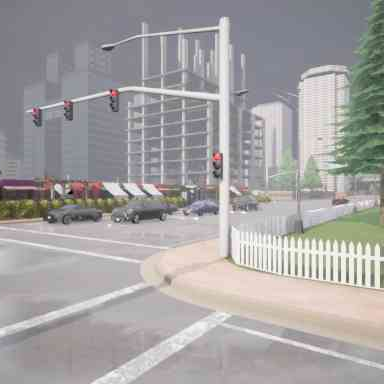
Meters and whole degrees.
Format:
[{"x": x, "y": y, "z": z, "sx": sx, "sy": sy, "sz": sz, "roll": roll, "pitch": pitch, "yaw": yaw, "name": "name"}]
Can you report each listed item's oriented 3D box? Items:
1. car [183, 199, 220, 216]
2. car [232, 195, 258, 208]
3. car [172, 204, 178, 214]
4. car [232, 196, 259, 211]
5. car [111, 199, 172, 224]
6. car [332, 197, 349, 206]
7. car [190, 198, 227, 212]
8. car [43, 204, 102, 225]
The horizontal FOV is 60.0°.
[{"x": 0.994, "y": 1.526, "z": 32.459, "sx": 1.812, "sy": 1.442, "sz": 4.674, "roll": 0, "pitch": 0, "yaw": 34, "name": "car"}, {"x": 7.846, "y": 1.352, "z": 48.796, "sx": 2.097, "sy": 1.767, "sz": 4.553, "roll": 0, "pitch": 0, "yaw": 34, "name": "car"}, {"x": -3.488, "y": 1.547, "z": 32.098, "sx": 2.033, "sy": 1.411, "sz": 5.357, "roll": 0, "pitch": 0, "yaw": 34, "name": "car"}, {"x": 6.623, "y": 1.505, "z": 40.790, "sx": 1.837, "sy": 1.490, "sz": 4.892, "roll": 0, "pitch": 0, "yaw": 34, "name": "car"}, {"x": -3.951, "y": 1.352, "z": 25.160, "sx": 2.097, "sy": 1.767, "sz": 4.553, "roll": 0, "pitch": 0, "yaw": 34, "name": "car"}, {"x": 24.017, "y": 1.478, "z": 53.697, "sx": 1.882, "sy": 1.535, "sz": 5.008, "roll": 0, "pitch": 0, "yaw": 34, "name": "car"}, {"x": 2.150, "y": 1.547, "z": 40.438, "sx": 2.033, "sy": 1.411, "sz": 5.357, "roll": 0, "pitch": 0, "yaw": 34, "name": "car"}, {"x": -8.663, "y": 1.564, "z": 24.438, "sx": 1.994, "sy": 1.385, "sz": 4.181, "roll": 0, "pitch": 0, "yaw": 34, "name": "car"}]
